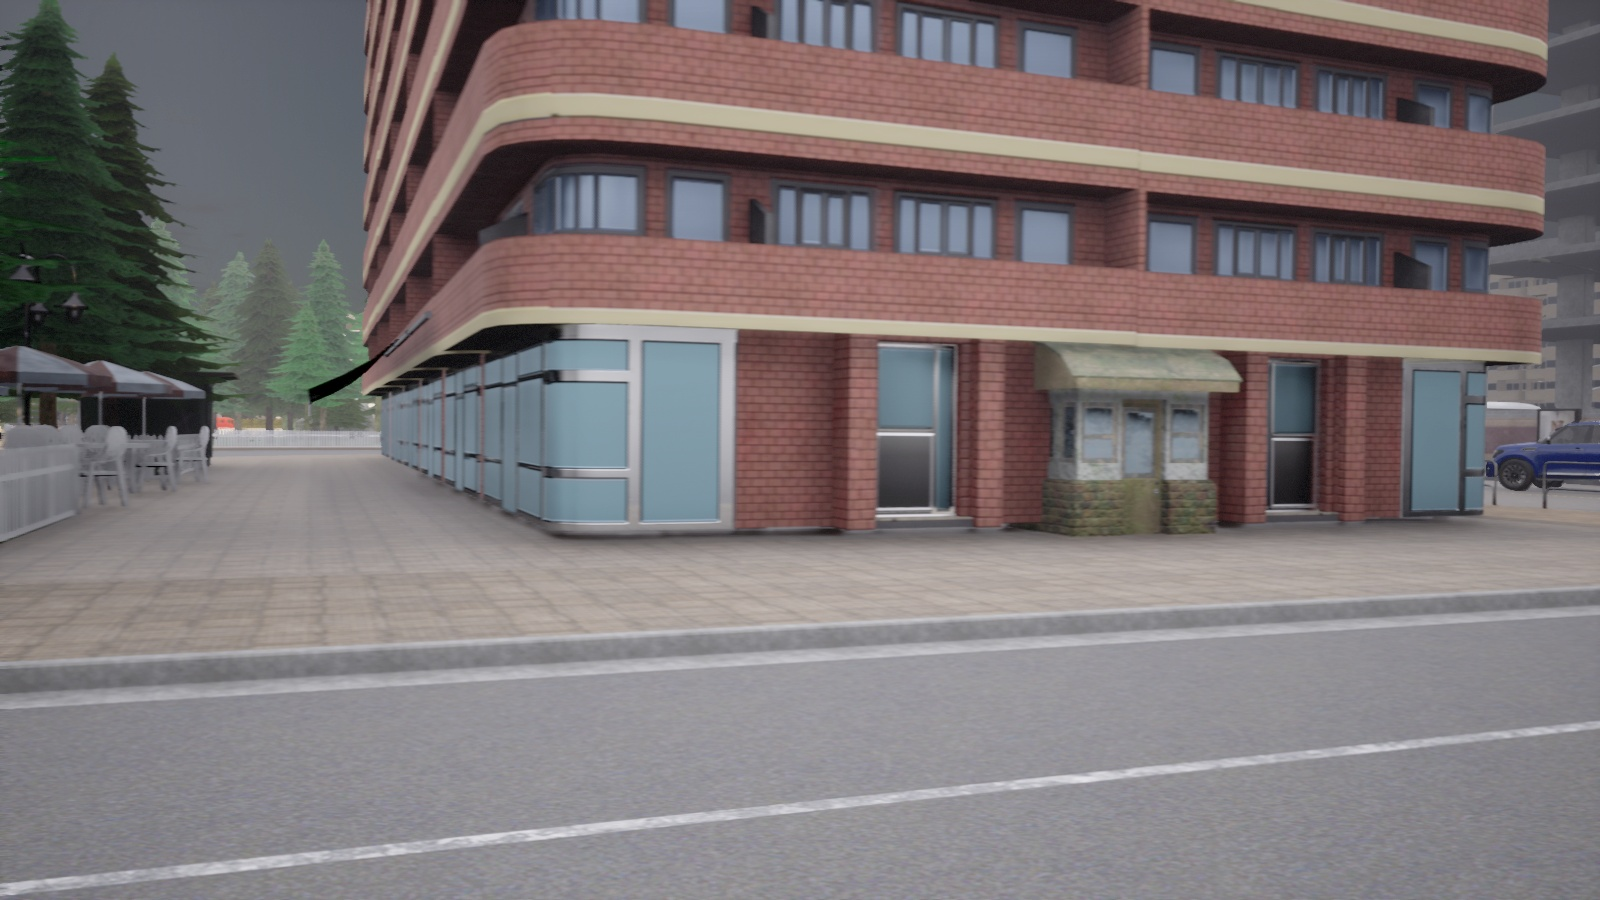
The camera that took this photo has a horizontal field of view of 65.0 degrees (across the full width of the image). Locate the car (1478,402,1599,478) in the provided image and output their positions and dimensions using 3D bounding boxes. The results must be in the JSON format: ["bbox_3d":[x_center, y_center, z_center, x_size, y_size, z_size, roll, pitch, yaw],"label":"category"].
[{"bbox_3d":[22.273,-0.293,34.991,2.150,2.045,5.566,-1,1,-35],"label":"car"}]
